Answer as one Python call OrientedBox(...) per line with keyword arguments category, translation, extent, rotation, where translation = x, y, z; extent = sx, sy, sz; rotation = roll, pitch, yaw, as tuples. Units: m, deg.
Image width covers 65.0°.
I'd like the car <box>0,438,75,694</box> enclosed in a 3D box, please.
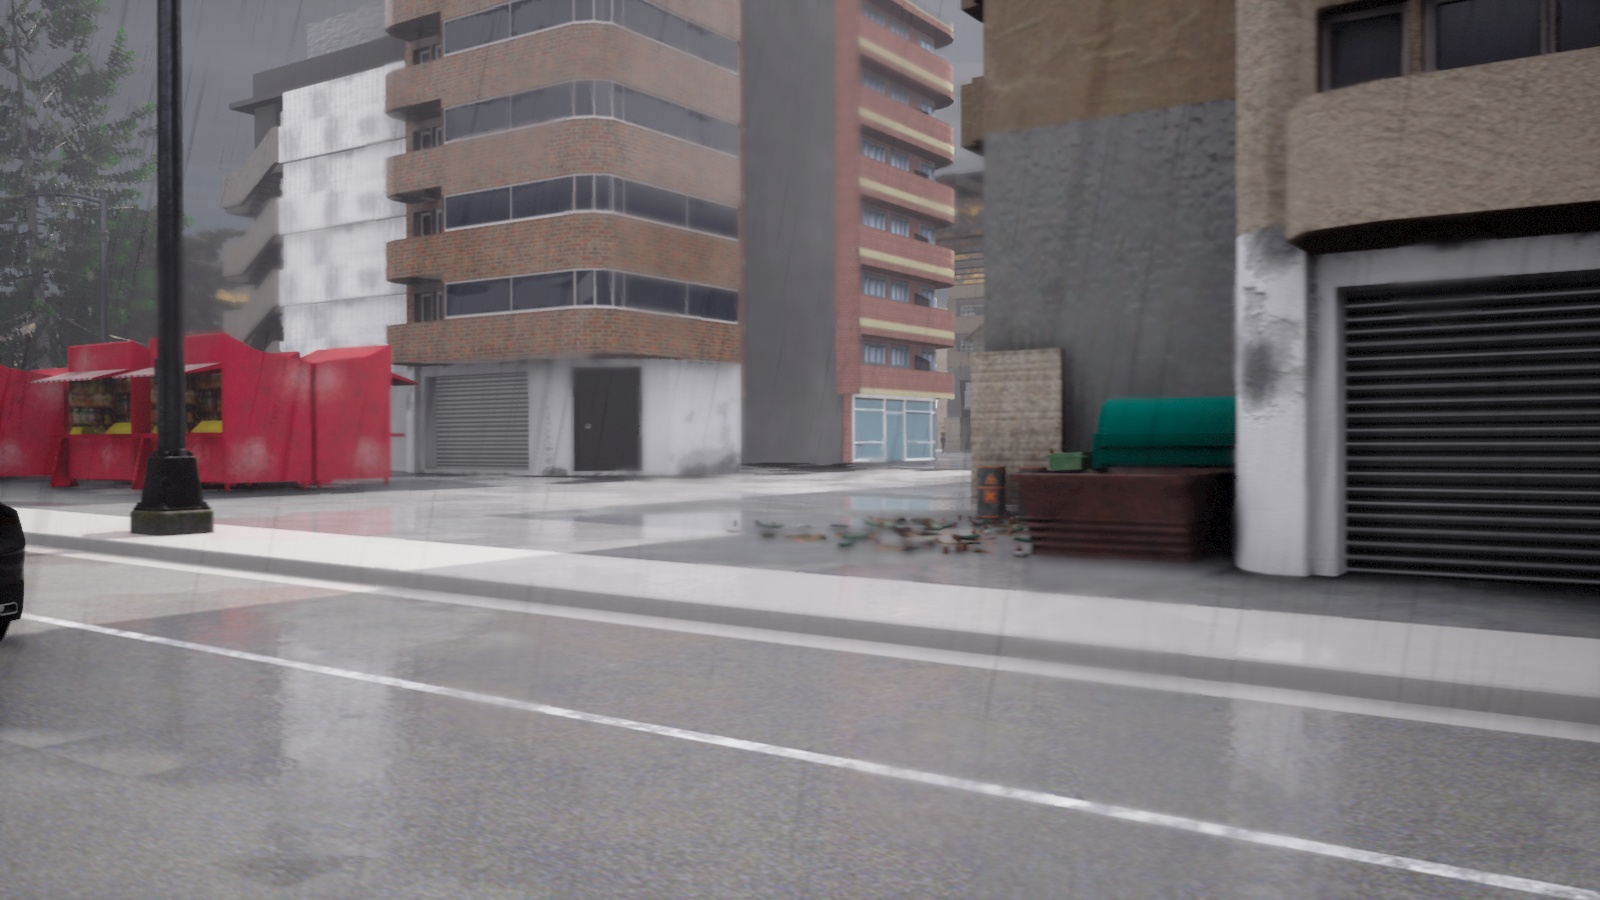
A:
OrientedBox(category="car", translation=(-6.990, 0.688, 8.269), extent=(4.892, 1.490, 1.837), rotation=(0, 1, 34))
